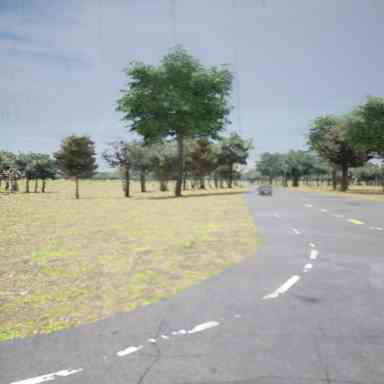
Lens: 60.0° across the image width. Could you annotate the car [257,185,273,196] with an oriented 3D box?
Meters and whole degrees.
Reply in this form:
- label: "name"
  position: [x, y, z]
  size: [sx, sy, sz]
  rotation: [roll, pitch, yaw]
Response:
- label: "car"
  position: [10.006, -0.230, 45.804]
  size: [1.837, 1.490, 4.892]
  rotation: [0, 2, 7]
